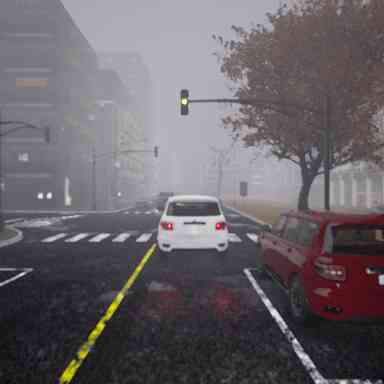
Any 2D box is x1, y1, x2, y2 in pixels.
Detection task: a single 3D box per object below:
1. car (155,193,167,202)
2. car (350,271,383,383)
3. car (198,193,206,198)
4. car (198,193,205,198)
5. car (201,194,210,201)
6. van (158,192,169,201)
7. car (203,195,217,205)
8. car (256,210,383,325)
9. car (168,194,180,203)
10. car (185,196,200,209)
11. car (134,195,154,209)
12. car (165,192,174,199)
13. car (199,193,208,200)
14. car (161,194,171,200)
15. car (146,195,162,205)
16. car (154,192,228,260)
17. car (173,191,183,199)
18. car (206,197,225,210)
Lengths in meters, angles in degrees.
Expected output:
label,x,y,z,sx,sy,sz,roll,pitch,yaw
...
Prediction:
label,x,y,z,sx,sy,sz,roll,pitch,yaw
car,-5.709,1.028,61.447,1.967,1.590,4.097,0,0,0
car,2.692,1.555,1.410,1.947,1.339,4.313,0,0,0
car,2.661,0.971,89.114,1.887,1.381,4.507,0,0,0
car,2.660,0.948,94.646,2.008,1.369,4.403,0,0,0
car,2.669,1.136,66.983,1.802,1.307,4.206,0,0,0
van,-5.711,0.896,66.980,1.690,1.788,3.998,0,0,0
car,2.674,1.179,50.555,1.752,1.417,4.829,0,0,0
car,2.691,1.264,6.931,2.192,1.841,5.009,0,0,0
car,-3.060,1.114,58.215,1.837,1.490,4.892,0,0,0
car,0.074,1.239,41.063,1.812,1.442,4.674,0,0,0
car,-5.702,1.276,39.317,2.008,1.369,4.403,0,0,0
car,-5.717,0.897,83.578,1.967,1.590,4.097,0,0,0
car,2.665,1.013,78.218,1.752,1.417,4.829,0,0,0
car,-5.713,1.103,72.513,1.802,1.307,4.206,0,0,0
car,-5.706,1.206,50.383,2.008,1.369,4.403,0,0,0
car,-0.079,1.131,12.185,2.150,2.045,5.566,0,0,-3
car,-3.024,0.689,73.912,2.097,1.767,4.553,0,0,0
car,2.679,1.270,39.320,1.887,1.381,4.507,0,0,0
